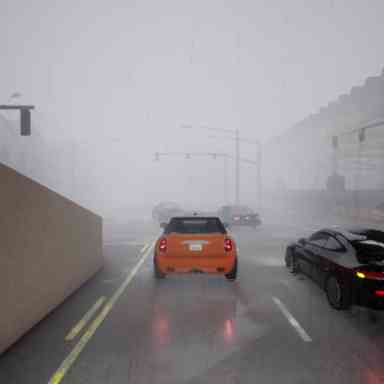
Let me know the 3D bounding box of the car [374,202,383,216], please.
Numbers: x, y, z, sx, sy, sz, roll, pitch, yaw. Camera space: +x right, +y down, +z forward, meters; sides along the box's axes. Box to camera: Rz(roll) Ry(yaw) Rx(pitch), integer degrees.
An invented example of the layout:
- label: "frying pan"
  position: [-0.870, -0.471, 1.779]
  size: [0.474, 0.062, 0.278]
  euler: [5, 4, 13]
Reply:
- label: "car"
  position: [17.529, 1.454, 29.236]
  size: [2.038, 1.542, 4.974]
  euler: [0, 0, 45]

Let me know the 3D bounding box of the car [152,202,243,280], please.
- label: "car"
  position: [0.078, 1.353, 10.147]
  size: [2.097, 1.767, 4.553]
  euler: [0, 0, 0]

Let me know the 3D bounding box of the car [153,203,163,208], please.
- label: "car"
  position: [-1.908, 1.526, 25.649]
  size: [1.812, 1.442, 4.674]
  euler: [0, 0, -16]

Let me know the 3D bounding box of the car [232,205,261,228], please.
- label: "car"
  position: [2.717, 1.548, 21.782]
  size: [2.033, 1.411, 5.357]
  euler: [0, 0, -12]

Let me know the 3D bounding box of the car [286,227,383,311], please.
- label: "car"
  position: [3.591, 1.526, 7.612]
  size: [1.812, 1.442, 4.674]
  euler: [0, 0, 0]

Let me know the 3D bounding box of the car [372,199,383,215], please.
- label: "car"
  position: [17.566, 1.297, 29.273]
  size: [1.853, 1.218, 4.536]
  euler: [0, 0, 45]
